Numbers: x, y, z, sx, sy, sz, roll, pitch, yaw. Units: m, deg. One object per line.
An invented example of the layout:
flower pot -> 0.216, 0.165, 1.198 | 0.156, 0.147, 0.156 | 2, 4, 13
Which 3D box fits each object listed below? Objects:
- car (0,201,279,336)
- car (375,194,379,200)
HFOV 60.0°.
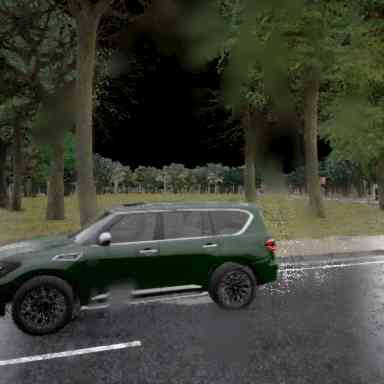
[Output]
car -> -0.974, 1.221, 6.699 | 5.566, 2.045, 2.150 | 0, 0, -19
car -> 45.225, 1.253, 80.036 | 1.994, 1.385, 4.181 | 0, 0, 5
